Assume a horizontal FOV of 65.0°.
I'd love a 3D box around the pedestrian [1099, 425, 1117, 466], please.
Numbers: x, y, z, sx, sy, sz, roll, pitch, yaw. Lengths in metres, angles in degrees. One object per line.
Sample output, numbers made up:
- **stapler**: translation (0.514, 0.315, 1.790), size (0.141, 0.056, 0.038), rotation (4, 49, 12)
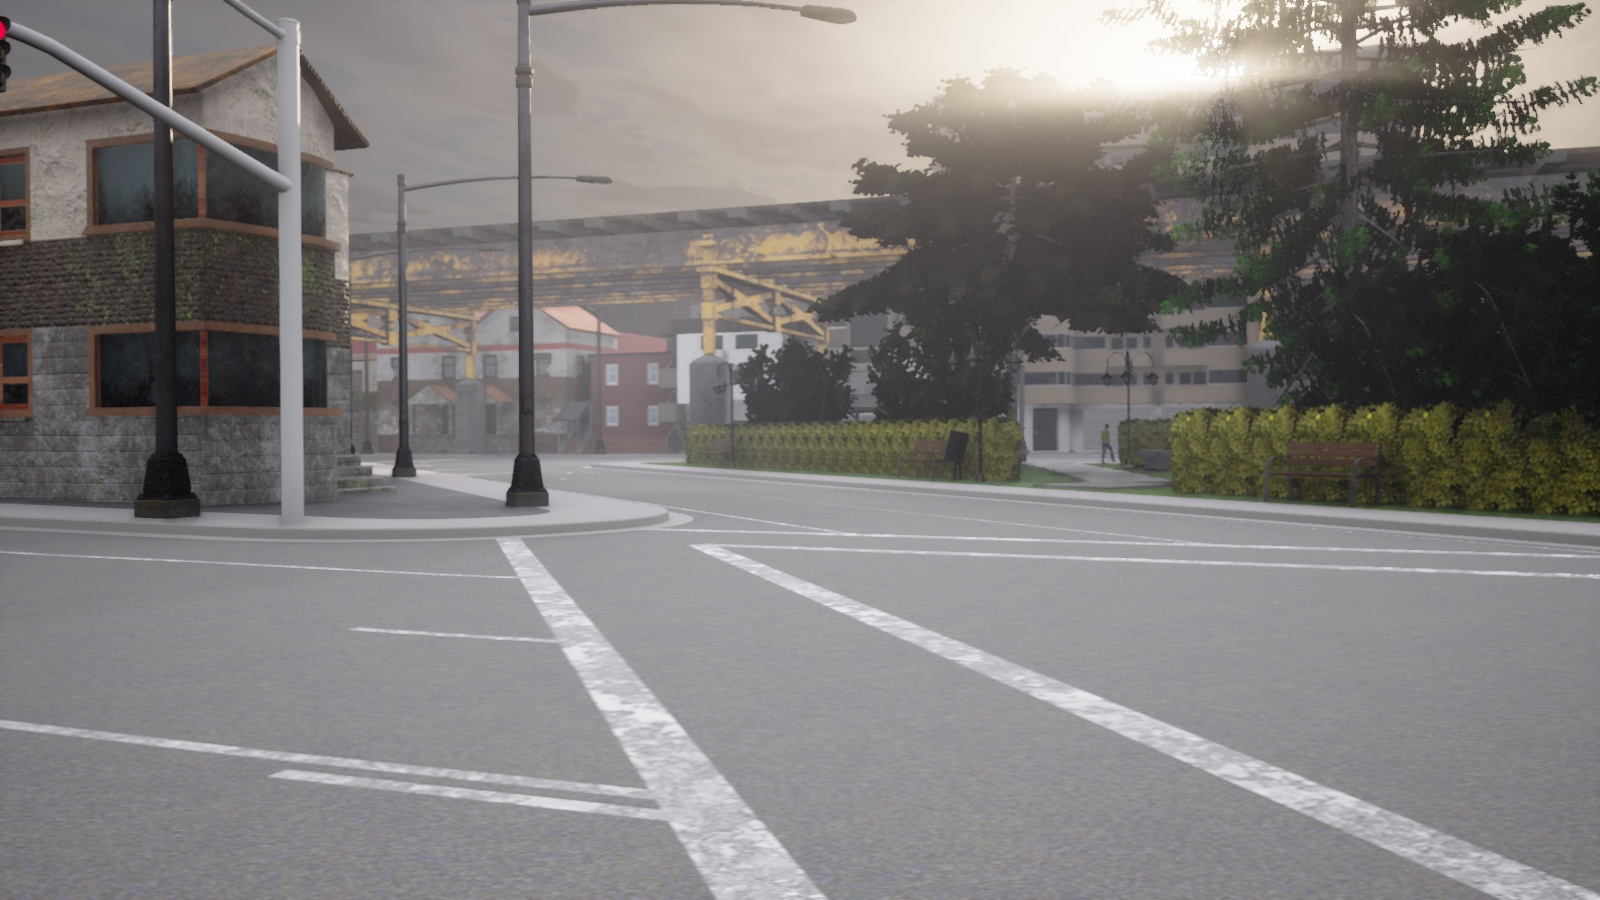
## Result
- **pedestrian**: translation (13.786, -0.192, 56.144), size (0.706, 1.836, 0.354), rotation (0, 1, -28)
